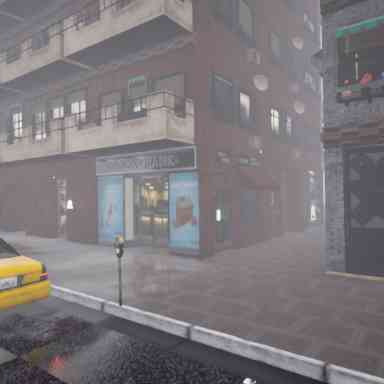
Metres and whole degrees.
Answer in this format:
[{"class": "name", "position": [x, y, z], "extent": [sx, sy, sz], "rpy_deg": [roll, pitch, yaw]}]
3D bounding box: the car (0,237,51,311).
[{"class": "car", "position": [-5.090, 1.458, 6.887], "extent": [5.366, 1.575, 1.801], "rpy_deg": [0, 0, 36]}]
